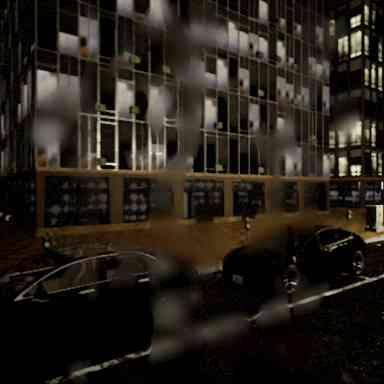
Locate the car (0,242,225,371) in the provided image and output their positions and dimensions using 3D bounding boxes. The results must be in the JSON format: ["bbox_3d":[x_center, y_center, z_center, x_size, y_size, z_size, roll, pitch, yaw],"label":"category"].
[{"bbox_3d":[-1.856,1.541,5.233,4.403,1.369,2.008,0,1,-36],"label":"car"}]

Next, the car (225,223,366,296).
[{"bbox_3d":[2.777,1.517,8.540,4.313,1.339,1.947,0,1,-36],"label":"car"}]
